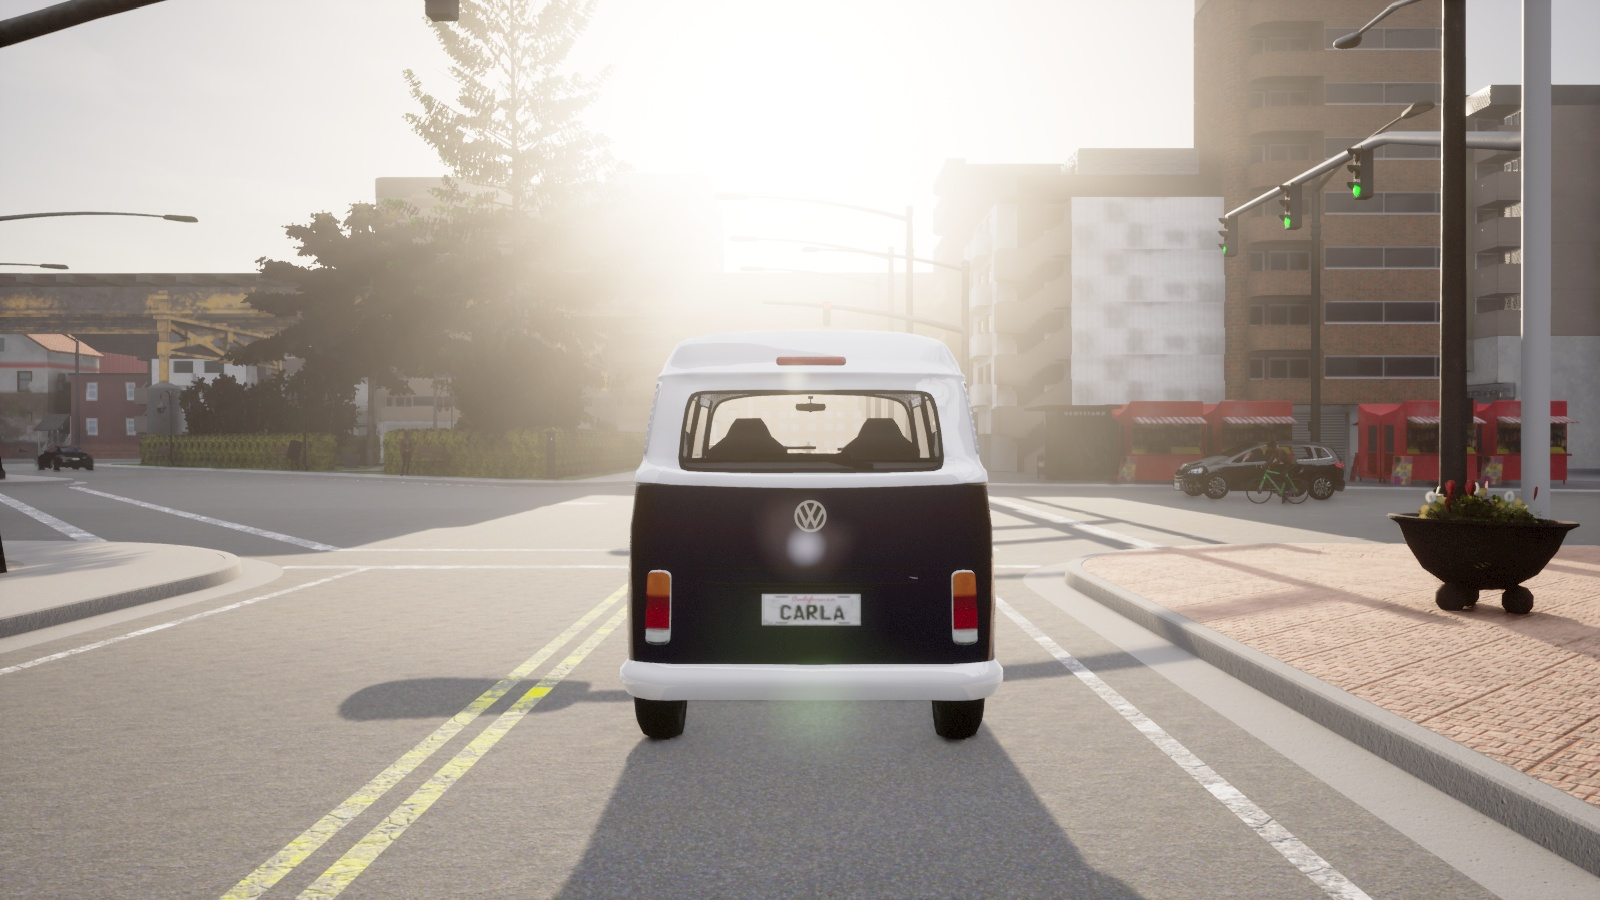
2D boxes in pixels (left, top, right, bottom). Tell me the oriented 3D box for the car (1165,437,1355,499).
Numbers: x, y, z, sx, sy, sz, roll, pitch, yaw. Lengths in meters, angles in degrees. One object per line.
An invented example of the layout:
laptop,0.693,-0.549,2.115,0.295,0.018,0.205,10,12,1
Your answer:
car,13.121,0.503,36.080,4.611,1.667,2.242,1,0,0

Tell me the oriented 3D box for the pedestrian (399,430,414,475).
pedestrian,-15.750,0.096,50.276,0.328,1.805,0.869,0,0,-36

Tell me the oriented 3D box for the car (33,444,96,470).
car,-40.952,0.383,69.894,4.181,1.385,1.994,0,0,45

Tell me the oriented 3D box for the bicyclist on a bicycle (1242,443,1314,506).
bicyclist on a bicycle,12.392,0.626,32.583,1.656,1.620,0.582,0,0,0

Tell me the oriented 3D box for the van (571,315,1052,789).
van,0.066,0.427,7.651,2.069,2.038,4.480,0,0,0
